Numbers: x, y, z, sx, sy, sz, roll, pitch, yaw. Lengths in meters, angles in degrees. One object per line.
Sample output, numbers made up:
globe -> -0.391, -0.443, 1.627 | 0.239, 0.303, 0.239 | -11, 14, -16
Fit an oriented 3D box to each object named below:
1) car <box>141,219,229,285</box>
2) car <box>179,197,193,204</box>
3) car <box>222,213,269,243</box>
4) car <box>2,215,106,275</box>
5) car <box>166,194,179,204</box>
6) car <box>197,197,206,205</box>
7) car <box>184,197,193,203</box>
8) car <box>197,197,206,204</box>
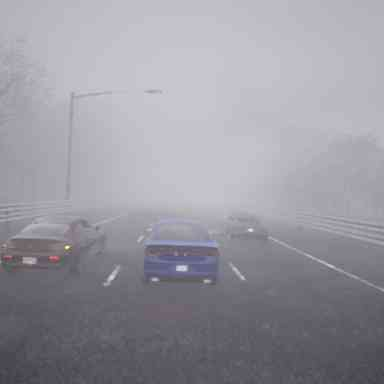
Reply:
car -> -0.355, 1.532, 9.756 | 1.882, 1.535, 5.008 | 2, 0, -3
car -> -1.293, 2.037, 76.837 | 1.837, 1.490, 4.892 | 2, 0, 2
car -> 2.726, 1.813, 17.958 | 1.994, 1.385, 4.181 | 3, 0, -3
car -> -3.863, 1.428, 9.987 | 1.812, 1.442, 4.674 | 3, 0, -3
car -> -4.783, 1.741, 76.884 | 2.097, 1.767, 4.553 | 2, 0, 2
car -> 2.214, 2.194, 77.177 | 1.837, 1.490, 4.892 | 2, 0, 2
car -> -0.926, 2.134, 87.148 | 2.033, 1.411, 5.357 | 2, -1, 3
car -> 2.590, 2.124, 87.393 | 2.097, 1.767, 4.553 | 2, -1, 3
